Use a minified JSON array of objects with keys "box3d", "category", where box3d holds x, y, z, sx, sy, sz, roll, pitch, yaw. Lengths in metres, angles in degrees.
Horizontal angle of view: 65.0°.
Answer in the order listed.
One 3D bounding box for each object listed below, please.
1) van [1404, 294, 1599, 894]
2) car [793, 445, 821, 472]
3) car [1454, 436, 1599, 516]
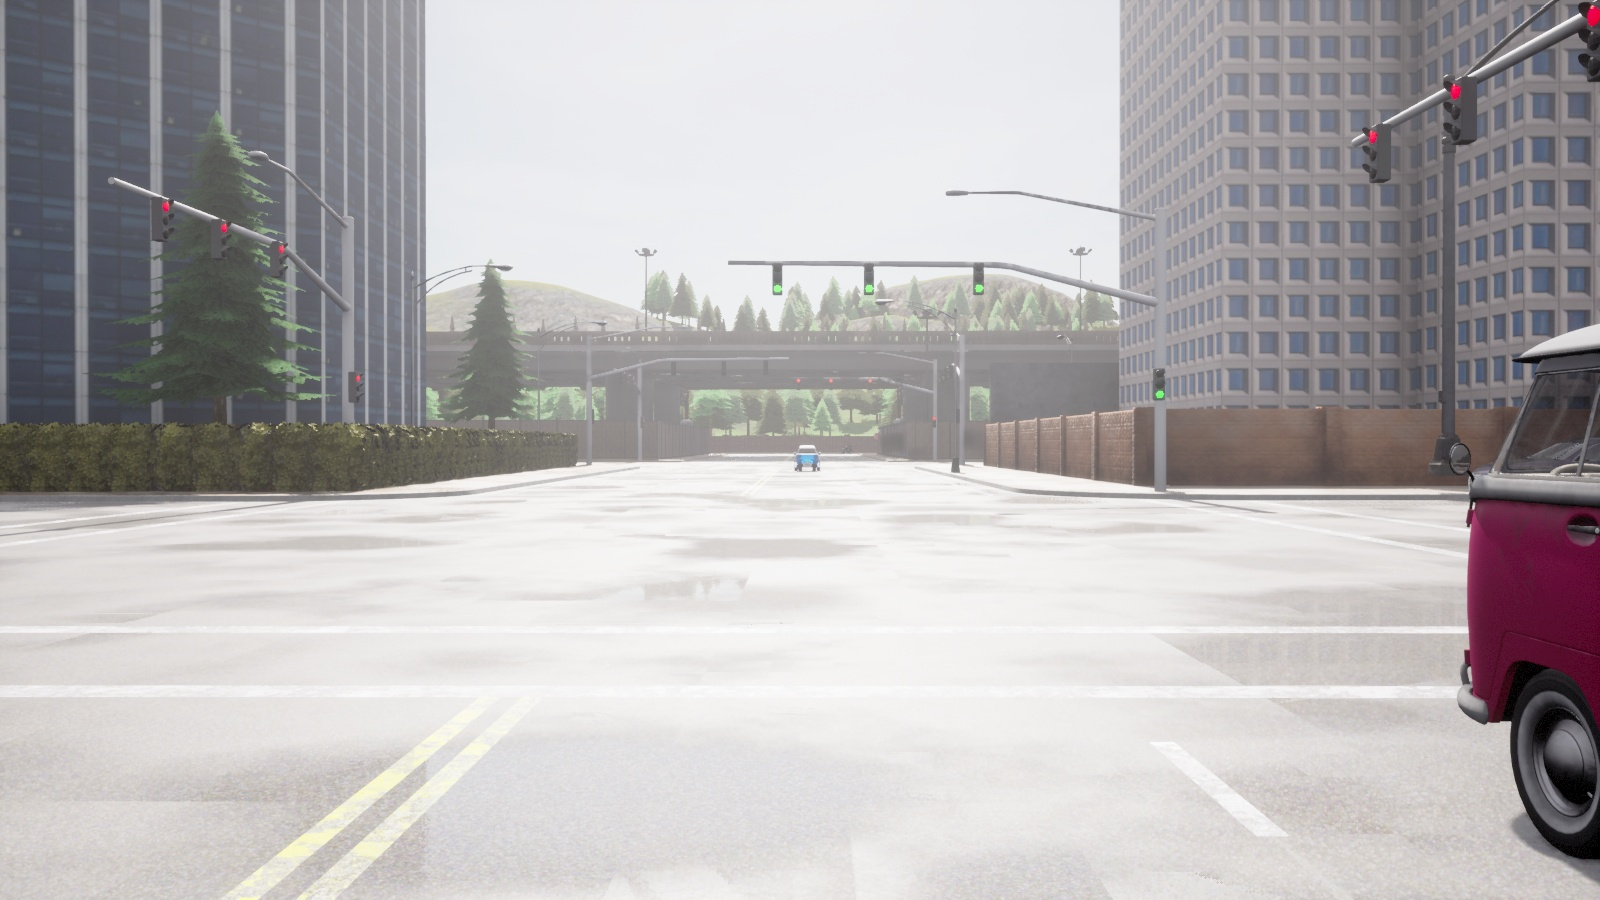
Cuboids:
[{"box3d":[3.533,0.483,3.300,1.775,1.987,4.442,0,0,0],"category":"van"},{"box3d":[0.383,0.426,66.471,1.481,1.376,2.207,0,1,0],"category":"car"},{"box3d":[17.088,0.537,27.131,4.856,1.649,2.033,0,0,1],"category":"car"}]
